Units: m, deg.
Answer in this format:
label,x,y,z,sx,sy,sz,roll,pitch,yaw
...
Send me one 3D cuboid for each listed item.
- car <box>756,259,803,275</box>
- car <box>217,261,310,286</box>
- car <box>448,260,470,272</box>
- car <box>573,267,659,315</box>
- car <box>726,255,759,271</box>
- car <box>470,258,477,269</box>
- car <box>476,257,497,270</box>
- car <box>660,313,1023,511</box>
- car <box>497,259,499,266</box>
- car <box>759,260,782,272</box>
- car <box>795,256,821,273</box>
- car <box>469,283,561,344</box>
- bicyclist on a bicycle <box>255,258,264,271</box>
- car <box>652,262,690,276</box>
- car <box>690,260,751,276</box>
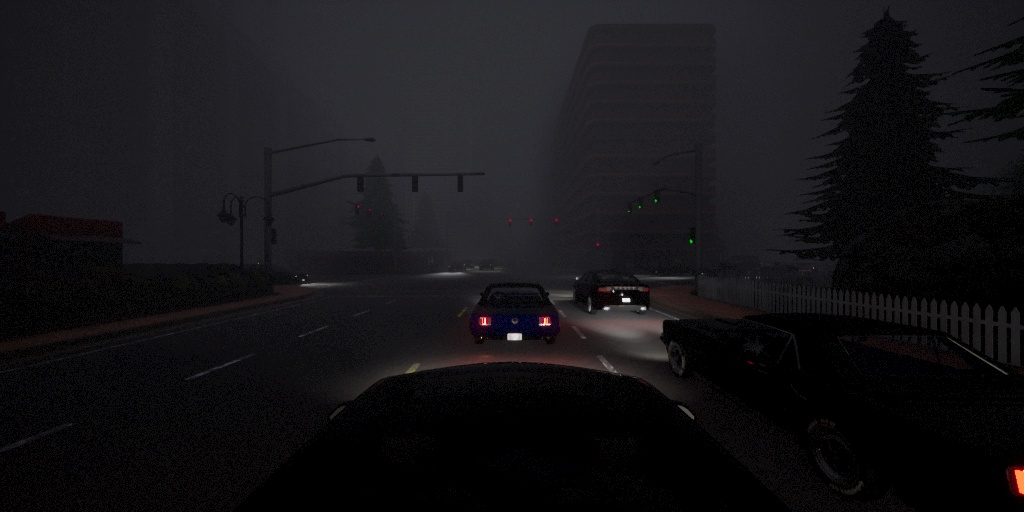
label,x,y,z,sx,sy,sz,roll,pitch,yaw
car,27.901,1.295,37.404,4.718,1.301,1.895,0,0,-31
car,-16.813,1.242,24.335,5.357,1.411,2.033,0,0,0
car,-7.123,1.351,47.066,1.895,1.301,4.718,0,0,0
car,3.581,1.228,13.702,1.882,1.535,5.008,0,0,0
car,25.629,0.916,40.092,5.566,2.045,2.150,0,0,-31
car,-7.120,1.297,57.037,2.033,1.411,5.357,0,0,0
car,-3.622,1.228,51.963,1.882,1.535,5.008,0,0,0
car,3.599,1.351,4.381,1.895,1.301,4.718,0,0,0
car,-3.605,1.255,62.062,1.837,1.490,4.892,0,0,0
car,33.357,1.220,46.216,1.812,1.442,4.674,0,0,42
car,35.545,0.915,43.445,2.150,2.045,5.566,0,0,44
car,0.070,1.351,9.494,1.895,1.301,4.718,0,0,0
bicyclist on a bicycle,-27.907,0.996,39.730,0.582,1.620,1.656,0,0,0
car,16.571,1.295,36.487,4.718,1.301,1.895,0,0,-14
car,19.554,1.295,33.638,4.718,1.301,1.895,0,0,-18
